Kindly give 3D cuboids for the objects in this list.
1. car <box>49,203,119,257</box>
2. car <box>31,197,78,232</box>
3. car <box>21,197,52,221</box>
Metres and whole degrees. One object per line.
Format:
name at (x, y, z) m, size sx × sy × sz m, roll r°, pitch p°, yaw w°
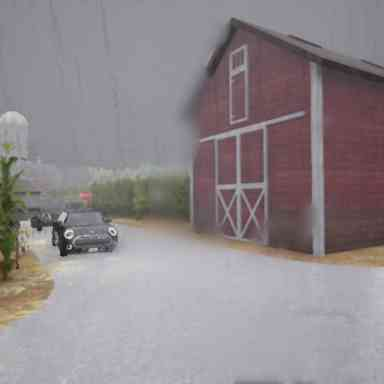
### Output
car at (-4.607, 1.537, 14.065) m, size 2.097 × 1.767 × 4.553 m, roll 0°, pitch -1°, yaw -28°
car at (-9.733, 1.489, 22.945) m, size 2.150 × 2.045 × 5.566 m, roll 0°, pitch 0°, yaw -31°
car at (-15.089, 1.511, 32.062) m, size 2.150 × 2.045 × 5.566 m, roll 0°, pitch 0°, yaw -30°
